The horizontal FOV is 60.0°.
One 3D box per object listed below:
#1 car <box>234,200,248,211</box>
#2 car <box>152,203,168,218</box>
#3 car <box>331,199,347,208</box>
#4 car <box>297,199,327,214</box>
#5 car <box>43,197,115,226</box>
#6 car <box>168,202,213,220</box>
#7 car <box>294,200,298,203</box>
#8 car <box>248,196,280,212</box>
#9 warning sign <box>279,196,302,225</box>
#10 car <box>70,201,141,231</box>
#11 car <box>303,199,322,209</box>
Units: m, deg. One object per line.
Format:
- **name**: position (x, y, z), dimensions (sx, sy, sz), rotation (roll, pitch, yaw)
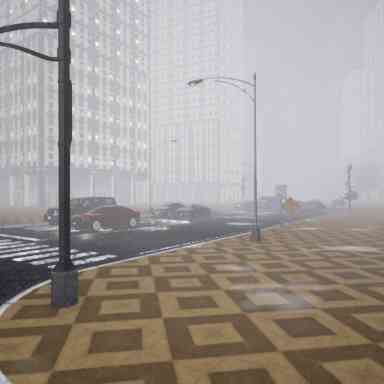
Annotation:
- **car**: position (7.592, 1.810, 46.750), dimensions (2.128, 1.511, 4.902), rotation (0, -1, 34)
- **car**: position (-1.966, 1.737, 32.648), dimensions (1.812, 1.442, 4.674), rotation (0, 0, 34)
- **car**: position (24.205, 1.839, 54.742), dimensions (1.882, 1.535, 5.008), rotation (0, 0, 31)
- **car**: position (14.460, 1.805, 39.143), dimensions (2.033, 1.411, 5.357), rotation (0, -1, 33)
- **car**: position (-7.805, 1.366, 24.119), dimensions (2.150, 2.045, 5.566), rotation (0, -1, 34)
- **car**: position (0.130, 1.753, 29.962), dimensions (1.994, 1.385, 4.181), rotation (0, -1, 34)
- **car**: position (13.892, 1.822, 44.316), dimensions (1.812, 1.442, 4.674), rotation (0, -1, 34)
- **car**: position (9.923, 1.522, 44.382), dimensions (2.150, 2.045, 5.566), rotation (0, -1, 34)
- **warning sign**: position (6.811, 1.250, 22.975), dimensions (1.300, 1.860, 1.060), rotation (0, 0, 34)
- **car**: position (-5.531, 1.603, 21.687), dimensions (1.882, 1.535, 5.008), rotation (0, -1, 34)
- **car**: position (19.159, 1.858, 52.751), dimensions (1.837, 1.490, 4.892), rotation (0, 0, 31)
